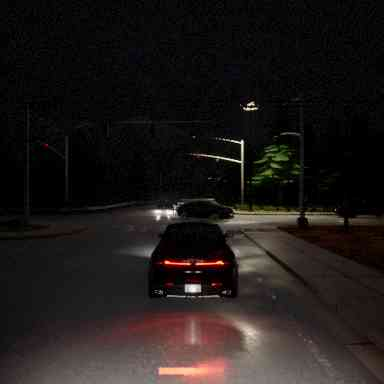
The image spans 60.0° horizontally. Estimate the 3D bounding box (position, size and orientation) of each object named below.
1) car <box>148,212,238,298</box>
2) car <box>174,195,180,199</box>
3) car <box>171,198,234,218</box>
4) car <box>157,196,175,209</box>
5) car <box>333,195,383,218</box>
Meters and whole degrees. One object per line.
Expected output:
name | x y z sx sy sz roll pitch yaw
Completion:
car | 0.036 1.501 8.481 1.837 1.490 4.892 0 0 0
car | -3.624 1.505 58.653 1.837 1.490 4.892 0 0 1
car | 1.006 1.518 27.102 4.892 1.490 1.837 0 3 33
car | -3.660 1.601 44.874 1.895 1.301 4.718 0 0 0
car | 15.558 1.248 29.621 5.566 2.045 2.150 0 0 1
